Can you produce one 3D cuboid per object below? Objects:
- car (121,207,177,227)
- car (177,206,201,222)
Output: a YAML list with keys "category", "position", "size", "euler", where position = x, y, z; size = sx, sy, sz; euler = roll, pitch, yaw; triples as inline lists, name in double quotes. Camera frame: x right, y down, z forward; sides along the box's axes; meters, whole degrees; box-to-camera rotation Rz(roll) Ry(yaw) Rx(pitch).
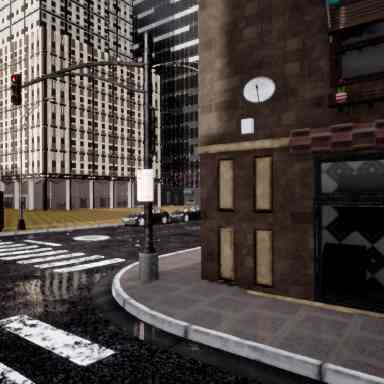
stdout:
- category: "car"
  position: [-3.555, 1.894, 25.929]
  size: [2.008, 1.369, 4.403]
  euler: [-2, -2, 35]
- category: "car"
  position: [-0.356, 1.975, 30.488]
  size: [2.008, 1.369, 4.403]
  euler: [-2, -2, 35]
